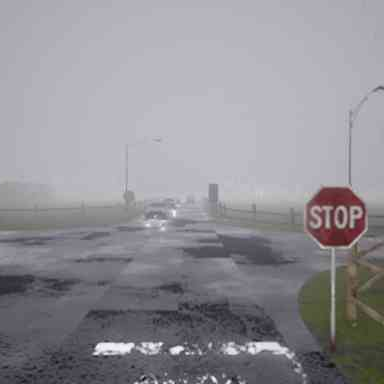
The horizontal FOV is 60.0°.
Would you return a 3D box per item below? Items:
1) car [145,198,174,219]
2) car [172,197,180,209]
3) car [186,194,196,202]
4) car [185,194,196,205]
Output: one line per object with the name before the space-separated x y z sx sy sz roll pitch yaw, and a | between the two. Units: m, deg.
car | -2.973 1.567 29.408 2.033 1.411 5.357 0 0 0
car | -3.034 1.535 44.751 1.837 1.490 4.892 0 0 0
car | -0.307 1.232 71.428 2.097 1.767 4.553 0 0 0
car | -0.262 1.587 61.040 2.033 1.411 5.357 0 0 0
